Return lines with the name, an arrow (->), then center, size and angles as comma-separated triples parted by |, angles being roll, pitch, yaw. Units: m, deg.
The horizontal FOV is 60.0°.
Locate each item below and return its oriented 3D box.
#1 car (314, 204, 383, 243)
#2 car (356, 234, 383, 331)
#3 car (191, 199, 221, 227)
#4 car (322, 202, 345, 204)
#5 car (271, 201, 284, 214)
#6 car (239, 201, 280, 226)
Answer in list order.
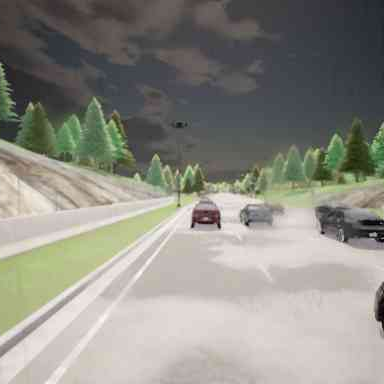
car -> 7.716, 1.549, 16.396 | 1.837, 1.490, 4.892 | 0, 0, 2
car -> 3.840, 1.529, 3.396 | 1.837, 1.490, 4.892 | 0, 0, 0
car -> 0.948, 1.474, 22.637 | 1.882, 1.535, 5.008 | 0, 0, 2
car -> 11.651, 1.558, 27.652 | 2.128, 1.511, 4.902 | 0, 0, 2
car -> 8.465, 1.642, 35.735 | 1.895, 1.301, 4.718 | 0, 0, 2
car -> 4.491, 1.567, 23.766 | 2.033, 1.411, 5.357 | 0, 0, 2
